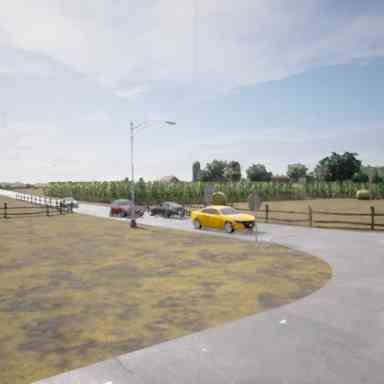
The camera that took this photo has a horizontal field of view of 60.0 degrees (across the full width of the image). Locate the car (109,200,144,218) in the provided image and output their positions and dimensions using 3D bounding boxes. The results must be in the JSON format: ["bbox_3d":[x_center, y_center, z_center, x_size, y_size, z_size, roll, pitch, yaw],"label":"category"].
[{"bbox_3d":[-6.492,1.575,32.843,2.097,1.767,4.553,-1,1,-35],"label":"car"}]

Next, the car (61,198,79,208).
[{"bbox_3d":[-18.410,1.601,49.758,1.812,1.442,4.674,-1,1,-35],"label":"car"}]

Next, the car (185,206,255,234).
[{"bbox_3d":[1.907,1.643,21.033,1.882,1.535,5.008,-1,0,-35],"label":"car"}]

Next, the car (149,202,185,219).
[{"bbox_3d":[-2.366,1.699,31.931,1.812,1.442,4.674,-1,1,-35],"label":"car"}]
